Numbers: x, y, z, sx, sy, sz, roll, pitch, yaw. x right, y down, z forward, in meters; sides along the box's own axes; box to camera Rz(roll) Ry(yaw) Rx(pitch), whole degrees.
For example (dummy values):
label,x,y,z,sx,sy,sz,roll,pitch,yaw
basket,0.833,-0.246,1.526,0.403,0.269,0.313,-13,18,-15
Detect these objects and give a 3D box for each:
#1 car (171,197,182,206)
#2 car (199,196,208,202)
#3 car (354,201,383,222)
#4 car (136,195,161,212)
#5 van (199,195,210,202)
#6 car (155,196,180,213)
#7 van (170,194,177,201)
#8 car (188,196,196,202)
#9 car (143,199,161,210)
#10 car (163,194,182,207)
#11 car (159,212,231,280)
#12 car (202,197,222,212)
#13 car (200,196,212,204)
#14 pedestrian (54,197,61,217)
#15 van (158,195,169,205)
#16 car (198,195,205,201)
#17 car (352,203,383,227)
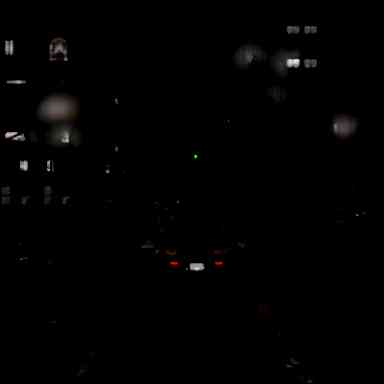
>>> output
label,x,y,z,sx,sy,sz,roll,pitch,yaw
car,-2.729,1.638,59.623,1.812,1.442,4.674,0,0,0
car,2.595,1.690,78.145,2.008,1.369,4.403,0,0,0
car,15.112,1.397,24.408,5.357,1.411,2.033,-1,0,0
car,-5.299,1.394,39.283,2.192,1.841,5.009,0,0,0
van,2.588,1.448,55.937,1.690,1.788,3.998,0,0,0
car,-2.791,1.584,39.141,1.837,1.490,4.892,0,0,2
van,-5.278,1.502,94.803,1.690,1.788,3.998,0,0,0
car,0.028,1.619,79.086,1.882,1.535,5.008,0,0,0
car,-5.297,1.634,44.835,1.887,1.381,4.507,0,0,0
car,-2.808,1.448,49.365,2.097,1.767,4.553,0,0,0
car,0.021,1.547,9.917,1.812,1.442,4.674,0,0,-2
car,2.581,1.645,39.280,1.947,1.339,4.313,0,0,0
car,2.585,1.680,50.384,1.802,1.307,4.206,0,0,0
pedestrian,-12.140,1.350,30.036,0.375,1.860,0.375,0,0,0
van,-5.291,1.456,61.491,1.690,1.788,3.998,0,0,0
car,2.601,1.705,94.801,1.887,1.381,4.507,0,0,0
car,12.656,1.432,21.430,4.181,1.385,1.994,-1,0,0
